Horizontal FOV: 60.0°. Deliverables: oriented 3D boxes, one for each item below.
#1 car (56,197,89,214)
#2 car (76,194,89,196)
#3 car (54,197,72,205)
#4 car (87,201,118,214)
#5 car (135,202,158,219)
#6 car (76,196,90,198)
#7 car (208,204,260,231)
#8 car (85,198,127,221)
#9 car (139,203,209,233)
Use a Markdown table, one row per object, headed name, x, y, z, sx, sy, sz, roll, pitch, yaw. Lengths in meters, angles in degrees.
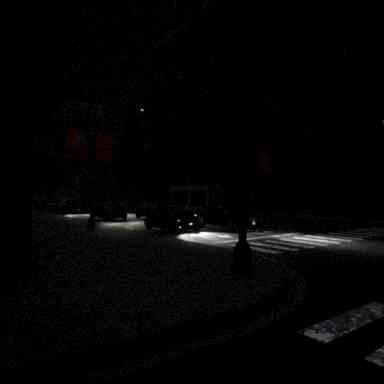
| name | x | y | z | sx | sy | sz | roll | pitch | yaw |
| --- | --- | --- | --- | --- | --- | --- | --- | --- | --- |
| car | -13.349 | 1.638 | 37.114 | 1.837 | 1.490 | 4.892 | 0 | 0 | -35 |
| car | -21.955 | 1.479 | 66.112 | 2.150 | 2.045 | 5.566 | 0 | 0 | -36 |
| car | -25.238 | 1.744 | 65.108 | 2.128 | 1.511 | 4.902 | 0 | 0 | -36 |
| car | -10.487 | 1.739 | 38.695 | 1.895 | 1.301 | 4.718 | 0 | 0 | -36 |
| car | -3.300 | 1.617 | 28.687 | 1.812 | 1.442 | 4.674 | 0 | 0 | -36 |
| car | -19.162 | 1.818 | 56.659 | 1.895 | 1.301 | 4.718 | 0 | 0 | -36 |
| car | 2.116 | 1.547 | 21.174 | 2.128 | 1.511 | 4.902 | 0 | 0 | -36 |
| car | -7.278 | 1.572 | 28.654 | 1.882 | 1.535 | 5.008 | 0 | 0 | -36 |
| car | -1.222 | 1.618 | 20.224 | 1.994 | 1.385 | 4.181 | 0 | 0 | -36 |
